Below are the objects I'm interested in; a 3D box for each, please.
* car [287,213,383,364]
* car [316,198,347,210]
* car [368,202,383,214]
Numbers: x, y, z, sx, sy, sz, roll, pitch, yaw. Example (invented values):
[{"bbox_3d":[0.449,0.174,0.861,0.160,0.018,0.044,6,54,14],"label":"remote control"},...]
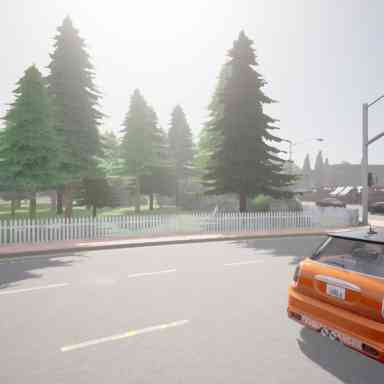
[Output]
[{"bbox_3d":[3.836,1.352,5.398,4.553,1.767,2.097,0,0,-26],"label":"car"},{"bbox_3d":[17.860,1.533,42.874,1.882,1.535,5.008,0,0,-8],"label":"car"},{"bbox_3d":[19.259,1.656,32.585,1.895,1.301,4.718,0,0,-8],"label":"car"}]
